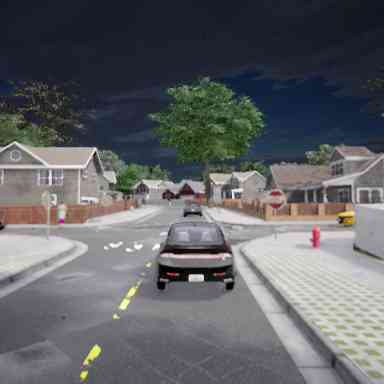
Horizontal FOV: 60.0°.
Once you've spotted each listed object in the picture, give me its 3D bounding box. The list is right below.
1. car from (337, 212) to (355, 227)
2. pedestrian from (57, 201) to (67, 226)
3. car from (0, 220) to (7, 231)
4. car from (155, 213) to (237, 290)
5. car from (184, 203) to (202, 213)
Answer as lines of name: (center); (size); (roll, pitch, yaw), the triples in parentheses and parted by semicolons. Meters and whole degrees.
car: (12.037, 1.523, 21.505); (5.008, 1.535, 1.882); (-1, -2, 1)
pedestrian: (-9.696, 1.594, 24.685); (0.375, 1.860, 0.375); (0, -2, 1)
car: (-13.218, 1.857, 18.835); (4.718, 1.301, 1.895); (-1, -2, 0)
car: (0.079, 1.561, 9.232); (2.128, 1.511, 4.902); (0, 0, 0)
car: (0.085, 1.911, 37.026); (1.994, 1.385, 4.181); (0, -1, 0)
